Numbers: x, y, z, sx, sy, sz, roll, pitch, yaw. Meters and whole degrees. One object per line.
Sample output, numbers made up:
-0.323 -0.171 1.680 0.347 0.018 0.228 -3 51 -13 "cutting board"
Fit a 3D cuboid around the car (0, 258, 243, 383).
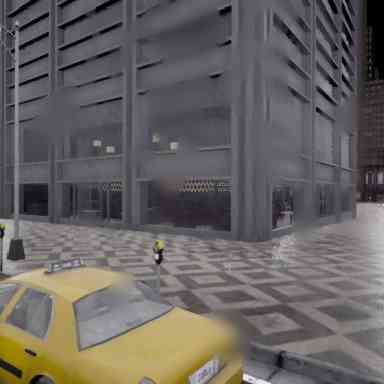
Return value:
-1.763 1.525 4.224 4.829 1.417 1.752 0 0 36 "car"
